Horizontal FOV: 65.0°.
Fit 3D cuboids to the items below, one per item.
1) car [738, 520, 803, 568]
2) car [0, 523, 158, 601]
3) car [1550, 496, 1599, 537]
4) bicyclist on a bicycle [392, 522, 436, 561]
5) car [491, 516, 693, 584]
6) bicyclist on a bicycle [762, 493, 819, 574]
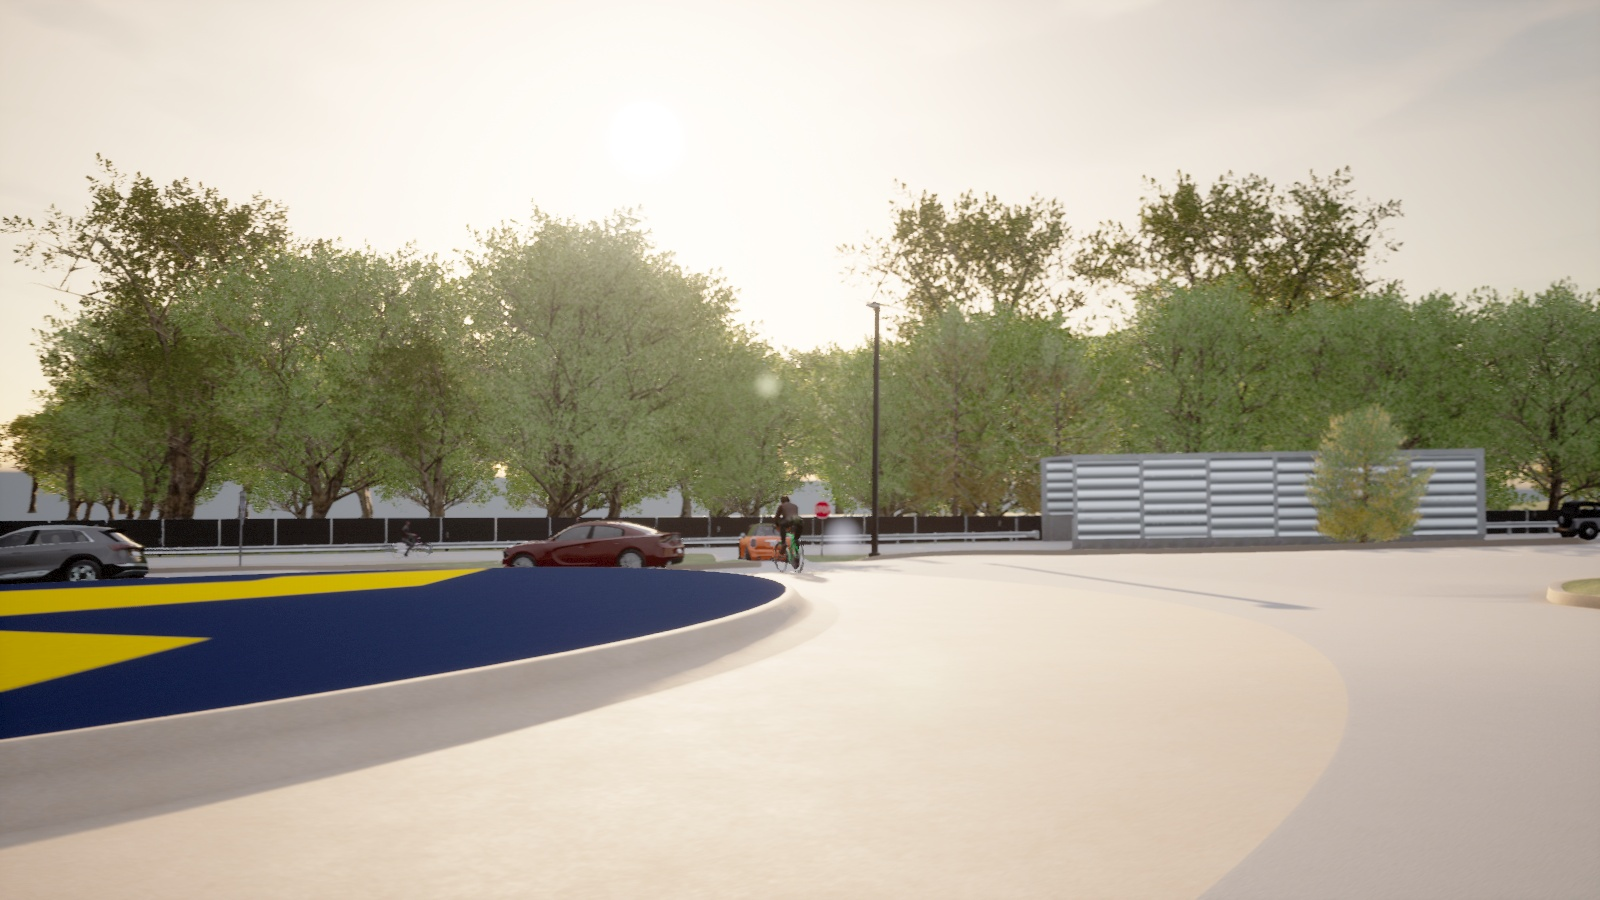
[{"bbox_3d":[-1.211,3.681,49.649,2.097,1.767,4.553,0,-3,-7],"label":"car"},{"bbox_3d":[-18.342,2.735,30.124,4.856,1.649,2.033,-2,-6,-9],"label":"car"},{"bbox_3d":[39.265,3.230,61.523,3.866,1.878,1.905,-1,-1,0],"label":"car"},{"bbox_3d":[-18.177,4.307,59.176,1.843,1.776,0.659,-1,-1,-5],"label":"bicyclist on a bicycle"},{"bbox_3d":[-5.600,2.690,33.984,5.008,1.535,1.882,-3,-3,13],"label":"car"},{"bbox_3d":[-0.211,1.738,25.876,0.582,1.620,1.656,0,-5,-21],"label":"bicyclist on a bicycle"}]
